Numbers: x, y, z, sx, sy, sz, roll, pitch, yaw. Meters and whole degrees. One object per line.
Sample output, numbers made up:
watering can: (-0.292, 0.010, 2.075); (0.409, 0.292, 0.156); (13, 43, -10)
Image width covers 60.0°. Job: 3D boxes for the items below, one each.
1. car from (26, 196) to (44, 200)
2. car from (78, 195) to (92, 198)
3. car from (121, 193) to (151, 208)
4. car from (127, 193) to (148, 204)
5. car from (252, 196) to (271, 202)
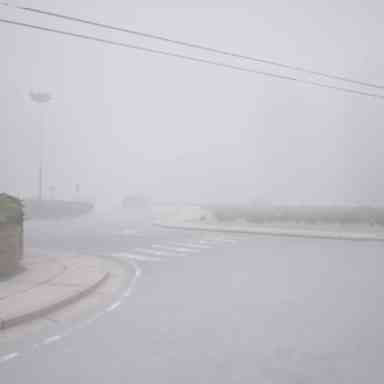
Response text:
car: (-27.604, 1.405, 57.679); (1.784, 1.438, 3.905); (0, 0, 29)
car: (-22.401, 1.345, 69.505); (1.816, 1.474, 4.193); (0, 0, 29)
car: (-7.865, 1.240, 46.921); (1.932, 1.855, 4.605); (0, 0, 29)
car: (-10.338, 1.177, 63.455); (1.905, 1.878, 3.866); (0, 0, 29)
car: (10.823, 1.393, 51.704); (2.242, 1.667, 4.611); (0, 0, 29)
